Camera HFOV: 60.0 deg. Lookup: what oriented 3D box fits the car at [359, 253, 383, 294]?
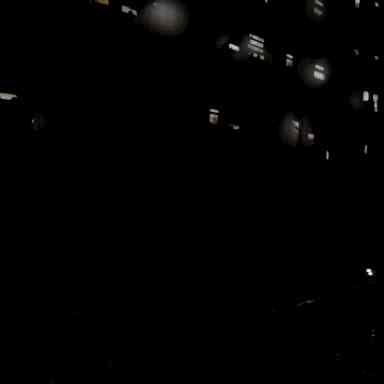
[{"bbox_3d":[6.113,1.548,7.755,5.357,1.411,2.033,0,0,-35],"label":"car"}]
